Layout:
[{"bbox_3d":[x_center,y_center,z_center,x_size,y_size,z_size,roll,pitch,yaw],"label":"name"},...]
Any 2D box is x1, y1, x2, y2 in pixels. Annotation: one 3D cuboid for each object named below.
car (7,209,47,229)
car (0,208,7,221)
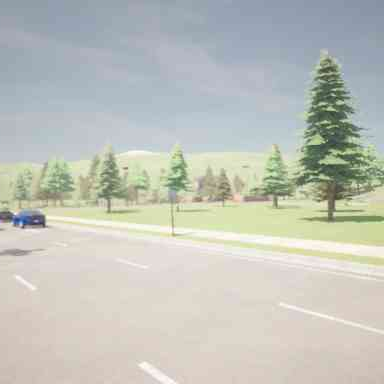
[{"bbox_3d":[-14.241,2.292,28.922,1.882,1.535,5.008,0,-2,-41],"label":"car"},{"bbox_3d":[-21.718,2.609,37.732,2.128,1.511,4.902,0,-1,-40],"label":"car"}]
